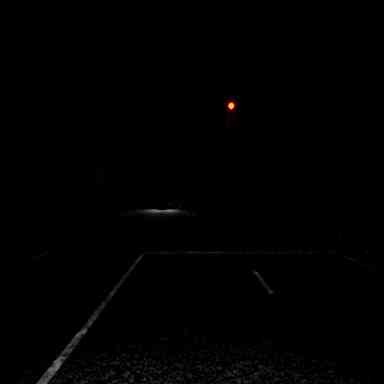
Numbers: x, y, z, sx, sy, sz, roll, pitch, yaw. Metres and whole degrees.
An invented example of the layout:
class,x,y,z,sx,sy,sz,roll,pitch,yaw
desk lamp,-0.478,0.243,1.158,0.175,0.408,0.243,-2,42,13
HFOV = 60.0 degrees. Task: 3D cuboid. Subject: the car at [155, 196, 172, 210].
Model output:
class,x,y,z,sx,sy,sz,roll,pitch,yaw
car,-3.486,1.340,41.362,1.882,1.535,5.008,0,0,0
